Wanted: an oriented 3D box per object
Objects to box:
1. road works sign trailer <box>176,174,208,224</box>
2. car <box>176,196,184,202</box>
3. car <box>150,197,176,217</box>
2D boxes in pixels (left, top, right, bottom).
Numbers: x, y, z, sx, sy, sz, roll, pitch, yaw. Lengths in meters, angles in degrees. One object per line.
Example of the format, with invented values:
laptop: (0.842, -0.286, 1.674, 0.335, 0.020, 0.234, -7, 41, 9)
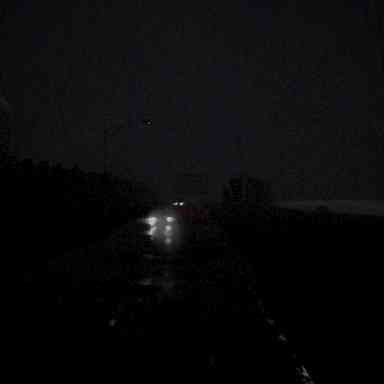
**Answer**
road works sign trailer: (-0.010, 0.467, 24.682, 2.380, 3.560, 2.880, 0, 0, 0)
car: (-2.779, 1.509, 73.245, 1.994, 1.385, 4.181, 0, 0, 0)
car: (-2.859, 1.515, 31.959, 1.837, 1.490, 4.892, 0, 0, 0)
